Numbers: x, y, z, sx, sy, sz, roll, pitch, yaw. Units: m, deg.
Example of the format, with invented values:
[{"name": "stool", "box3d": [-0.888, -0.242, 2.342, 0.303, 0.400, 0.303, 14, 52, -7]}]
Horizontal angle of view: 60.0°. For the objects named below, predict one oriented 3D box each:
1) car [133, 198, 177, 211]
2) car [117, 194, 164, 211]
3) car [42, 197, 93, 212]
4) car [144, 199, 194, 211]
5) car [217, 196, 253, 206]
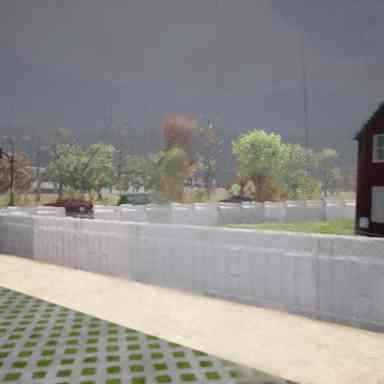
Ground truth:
[{"name": "car", "box3d": [-4.192, 1.364, 37.811, 4.718, 1.301, 1.895, -1, 2, -18]}, {"name": "car", "box3d": [-4.128, 1.197, 30.762, 5.566, 2.045, 2.150, -1, 2, -18]}, {"name": "car", "box3d": [-13.021, 1.346, 34.855, 5.008, 1.535, 1.882, -1, 2, -18]}, {"name": "car", "box3d": [-1.350, 1.570, 28.274, 4.674, 1.442, 1.812, -1, 2, -18]}, {"name": "car", "box3d": [5.344, 1.182, 40.994, 4.674, 1.442, 1.812, -1, 2, -18]}]
